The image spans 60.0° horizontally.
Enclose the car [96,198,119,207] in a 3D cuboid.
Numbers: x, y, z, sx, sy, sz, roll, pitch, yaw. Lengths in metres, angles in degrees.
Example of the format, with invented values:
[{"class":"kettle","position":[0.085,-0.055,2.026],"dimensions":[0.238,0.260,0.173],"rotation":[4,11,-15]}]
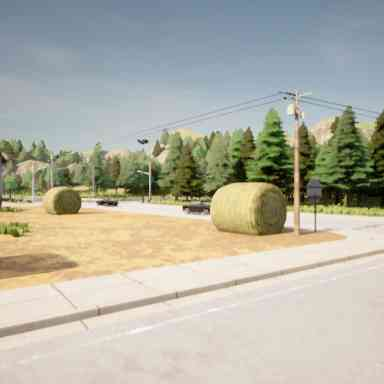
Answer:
[{"class":"car","position":[-13.058,1.625,51.275],"dimensions":[1.895,1.301,4.718],"rotation":[0,0,-38]}]

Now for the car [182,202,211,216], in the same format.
[{"class":"car","position":[1.071,1.624,33.155],"dimensions":[1.895,1.301,4.718],"rotation":[0,0,-38]}]
